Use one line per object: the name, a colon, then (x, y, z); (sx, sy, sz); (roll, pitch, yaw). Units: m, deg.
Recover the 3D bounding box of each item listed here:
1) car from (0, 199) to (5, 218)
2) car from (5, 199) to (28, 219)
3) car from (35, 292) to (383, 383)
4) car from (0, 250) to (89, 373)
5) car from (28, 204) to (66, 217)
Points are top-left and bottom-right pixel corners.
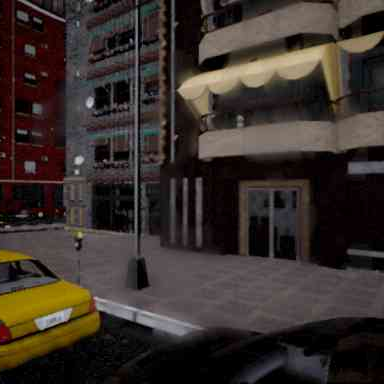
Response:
car: (-16.819, 1.428, 23.426); (2.150, 2.045, 5.566); (0, -2, 33)
car: (-18.474, 1.590, 30.710); (2.192, 1.841, 5.009); (-1, -2, 35)
car: (1.153, 1.566, 2.052); (4.313, 1.339, 1.947); (0, 0, 36)
car: (-3.570, 1.525, 5.421); (4.829, 1.417, 1.752); (0, 0, 36)
car: (-15.181, 1.922, 35.351); (1.887, 1.381, 4.507); (-1, -2, 35)
